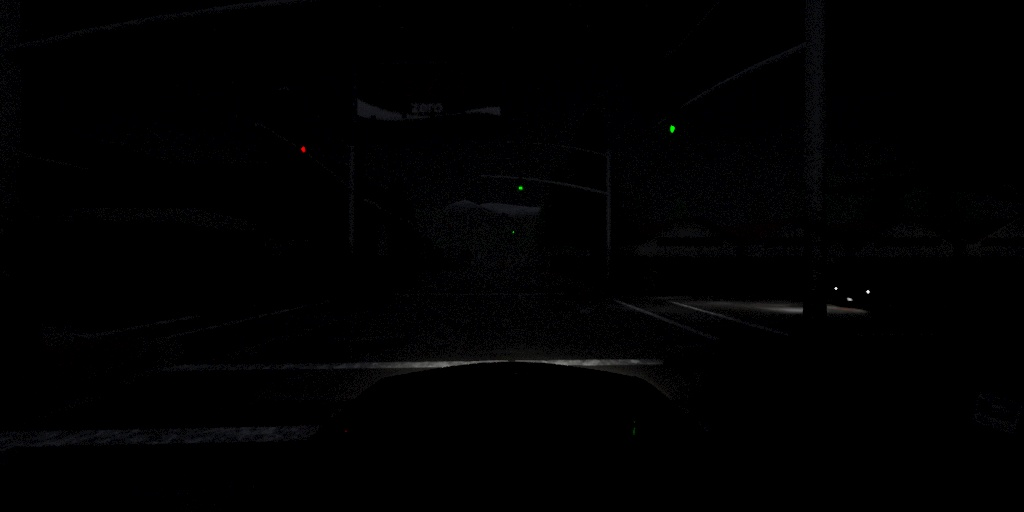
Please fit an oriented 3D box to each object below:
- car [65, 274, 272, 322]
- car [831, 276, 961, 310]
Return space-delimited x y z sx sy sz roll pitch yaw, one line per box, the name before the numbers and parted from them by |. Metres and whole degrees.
car | -11.004 1.291 11.693 5.357 1.411 2.033 0 0 0
car | 16.589 1.535 15.261 4.718 1.301 1.895 0 0 0
